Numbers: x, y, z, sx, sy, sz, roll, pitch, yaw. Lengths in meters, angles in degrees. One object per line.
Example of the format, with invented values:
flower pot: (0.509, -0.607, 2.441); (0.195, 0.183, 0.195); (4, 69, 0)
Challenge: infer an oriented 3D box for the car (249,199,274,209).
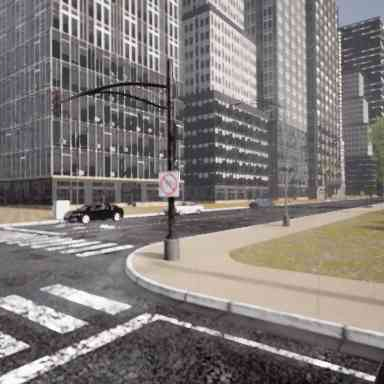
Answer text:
car: (10.274, 1.663, 48.928); (2.033, 1.411, 5.357); (-1, -1, 38)

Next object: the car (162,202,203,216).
car: (-0.925, 1.697, 34.158); (1.895, 1.301, 4.718); (-1, -1, 37)

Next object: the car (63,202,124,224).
car: (-7.431, 1.587, 25.526); (1.837, 1.490, 4.892); (-1, -1, 37)

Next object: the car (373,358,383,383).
car: (3.050, 1.565, 1.508); (4.181, 1.385, 1.994); (0, 0, 36)
